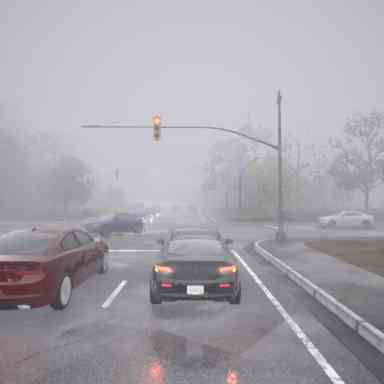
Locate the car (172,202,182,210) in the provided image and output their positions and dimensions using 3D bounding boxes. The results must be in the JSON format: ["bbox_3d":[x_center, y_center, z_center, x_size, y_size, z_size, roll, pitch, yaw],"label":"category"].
[{"bbox_3d":[-3.598,3.383,76.893,1.895,1.301,4.718,0,0,0],"label":"car"}]

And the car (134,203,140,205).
[{"bbox_3d":[-10.655,3.125,55.818,2.097,1.767,4.553,0,-1,0],"label":"car"}]

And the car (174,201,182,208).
[{"bbox_3d":[-3.711,3.257,86.804,1.812,1.442,4.674,0,0,-3],"label":"car"}]

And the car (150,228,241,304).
[{"bbox_3d":[0.070,1.609,8.181,1.812,1.442,4.674,0,-1,0],"label":"car"}]

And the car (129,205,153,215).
[{"bbox_3d":[-7.146,3.052,47.092,1.882,1.535,5.008,0,-2,1],"label":"car"}]

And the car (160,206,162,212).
[{"bbox_3d":[-7.106,3.333,66.620,2.128,1.511,4.902,0,0,0],"label":"car"}]

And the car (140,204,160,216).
[{"bbox_3d":[-7.157,3.275,56.563,2.128,1.511,4.902,0,-1,0],"label":"car"}]

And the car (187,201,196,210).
[{"bbox_3d":[-0.098,3.331,77.192,1.994,1.385,4.181,0,0,0],"label":"car"}]

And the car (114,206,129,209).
[{"bbox_3d":[-10.657,3.048,46.959,1.882,1.535,5.008,0,-2,0],"label":"car"}]

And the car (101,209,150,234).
[{"bbox_3d":[-5.026,2.026,21.250,1.812,1.442,4.674,-2,-4,32],"label":"car"}]

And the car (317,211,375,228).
[{"bbox_3d":[13.207,2.350,28.623,4.674,1.442,1.812,0,-3,-1],"label":"car"}]

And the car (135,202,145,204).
[{"bbox_3d":[-10.606,3.062,66.478,2.150,2.045,5.566,0,0,0],"label":"car"}]

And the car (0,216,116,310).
[{"bbox_3d":[-3.427,1.559,8.038,1.882,1.535,5.008,0,-1,0],"label":"car"}]
